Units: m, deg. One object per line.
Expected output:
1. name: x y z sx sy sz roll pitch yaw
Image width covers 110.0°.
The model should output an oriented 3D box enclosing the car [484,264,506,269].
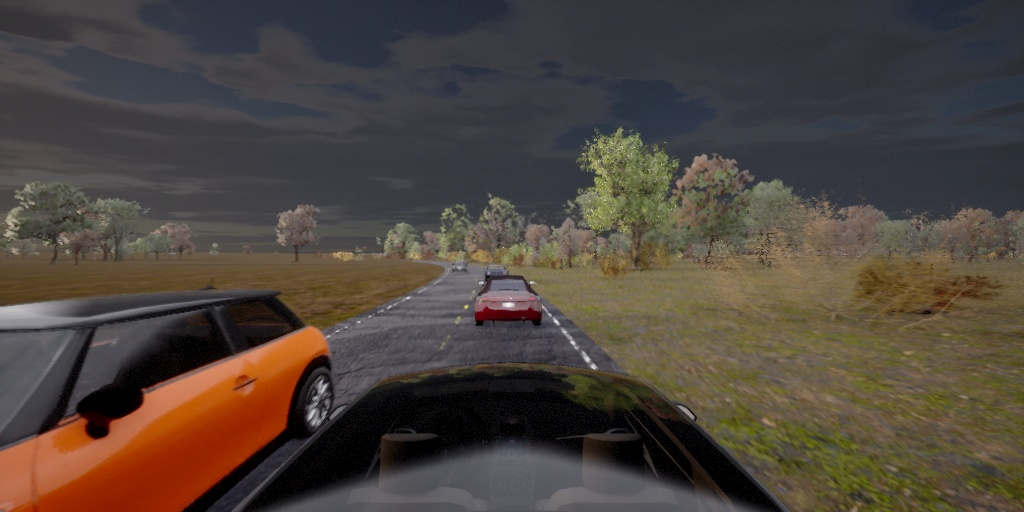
1. car: -1.379 1.351 29.673 1.895 1.301 4.718 0 0 -6

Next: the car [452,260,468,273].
1. car: -6.383 1.247 43.803 2.128 1.511 4.902 0 0 -9

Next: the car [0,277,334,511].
1. car: -3.154 1.107 2.368 2.097 1.767 4.553 0 0 -1

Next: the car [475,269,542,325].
1. car: -0.166 1.314 11.852 1.994 1.385 4.181 0 0 -2
